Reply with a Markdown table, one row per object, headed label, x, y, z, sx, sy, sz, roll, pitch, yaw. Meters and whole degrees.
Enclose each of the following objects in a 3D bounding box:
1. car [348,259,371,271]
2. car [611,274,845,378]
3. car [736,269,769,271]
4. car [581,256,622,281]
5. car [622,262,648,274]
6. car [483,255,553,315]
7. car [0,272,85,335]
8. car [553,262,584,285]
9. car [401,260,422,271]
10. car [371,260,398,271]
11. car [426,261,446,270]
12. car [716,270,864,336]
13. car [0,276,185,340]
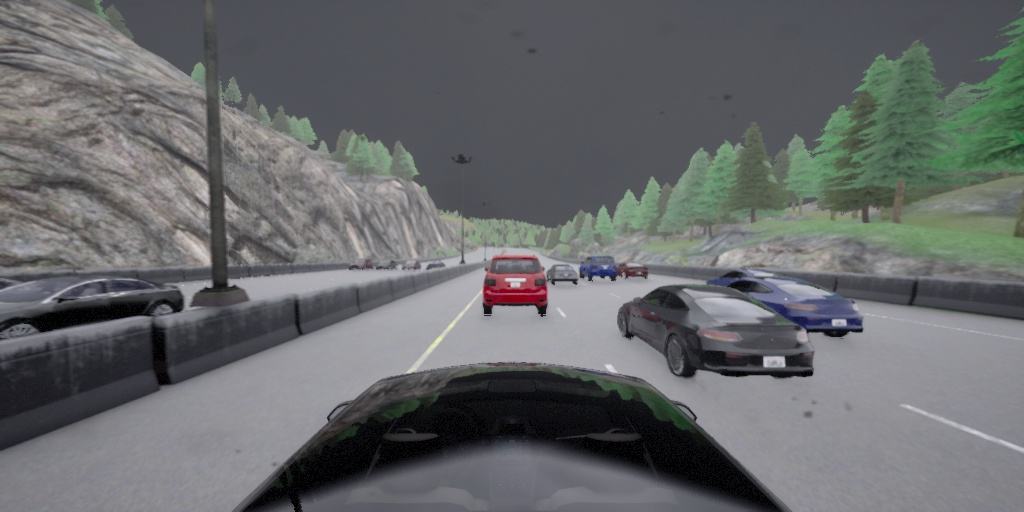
| label | x | y | z | sx | sy | sz | roll | pitch | yaw |
| --- | --- | --- | --- | --- | --- | --- | --- | --- | --- |
| car | -21.044 | 1.158 | 50.164 | 2.097 | 1.767 | 4.553 | 0 | 0 | 0 |
| car | 3.600 | 1.282 | 7.218 | 1.812 | 1.442 | 4.674 | 0 | 0 | 0 |
| car | 10.607 | 1.294 | 16.135 | 1.812 | 1.442 | 4.674 | 0 | 0 | 0 |
| car | 7.116 | 1.006 | 30.063 | 2.150 | 2.045 | 5.566 | 0 | 0 | 0 |
| car | 10.618 | 1.265 | 32.393 | 1.882 | 1.535 | 5.008 | 0 | 0 | 0 |
| car | 0.106 | 0.986 | 13.727 | 2.150 | 2.045 | 5.566 | 0 | 0 | 0 |
| car | -14.096 | 1.248 | 8.485 | 2.128 | 1.511 | 4.902 | 0 | 0 | 0 |
| car | 3.614 | 1.327 | 26.503 | 2.033 | 1.411 | 5.357 | 0 | 0 | 0 |
| car | -14.046 | 1.333 | 50.431 | 1.812 | 1.442 | 4.674 | 0 | 0 | 0 |
| car | -17.545 | 1.310 | 50.395 | 1.837 | 1.490 | 4.892 | 0 | 0 | 0 |
| car | -10.550 | 1.354 | 50.201 | 2.033 | 1.411 | 5.357 | 0 | 0 | 0 |
| car | 7.102 | 1.286 | 10.079 | 1.812 | 1.442 | 4.674 | 0 | 0 | 0 |
| car | -10.595 | 1.249 | 8.528 | 2.128 | 1.511 | 4.902 | 0 | 0 | 0 |
